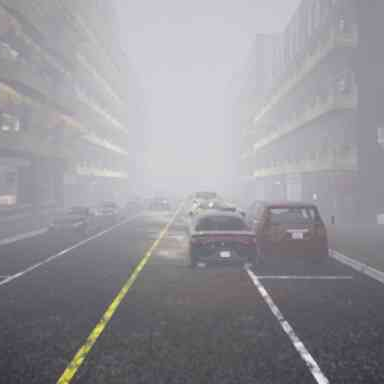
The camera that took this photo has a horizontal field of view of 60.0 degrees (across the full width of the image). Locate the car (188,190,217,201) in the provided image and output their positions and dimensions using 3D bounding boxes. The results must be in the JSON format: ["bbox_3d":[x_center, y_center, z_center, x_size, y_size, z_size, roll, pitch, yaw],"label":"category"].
[{"bbox_3d":[1.012,0.859,26.582,2.150,2.045,5.566,0,1,0],"label":"car"}]

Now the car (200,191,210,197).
[{"bbox_3d":[3.008,0.486,78.137,2.008,1.369,4.403,-1,1,0],"label":"car"}]

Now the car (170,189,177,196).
[{"bbox_3d":[-5.348,0.407,83.802,2.008,1.369,4.403,-1,1,0],"label":"car"}]

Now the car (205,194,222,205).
[{"bbox_3d":[2.867,0.957,44.528,1.947,1.339,4.313,-1,1,0],"label":"car"}]

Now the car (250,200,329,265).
[{"bbox_3d":[2.723,1.164,10.916,2.192,1.841,5.009,-1,1,0],"label":"car"}]

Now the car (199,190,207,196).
[{"bbox_3d":[3.078,0.149,94.940,1.967,1.590,4.097,-1,1,0],"label":"car"}]

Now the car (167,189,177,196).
[{"bbox_3d":[-5.327,0.096,89.401,2.192,1.841,5.009,-1,1,0],"label":"car"}]

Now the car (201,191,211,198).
[{"bbox_3d":[2.985,0.577,72.535,1.947,1.339,4.313,-1,1,0],"label":"car"}]

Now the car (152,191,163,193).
[{"bbox_3d":[-5.513,0.938,44.592,2.008,1.369,4.403,-1,1,0],"label":"car"}]

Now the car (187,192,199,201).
[{"bbox_3d":[0.240,0.782,57.194,1.994,1.385,4.181,0,1,0],"label":"car"}]

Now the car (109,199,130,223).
[{"bbox_3d":[-5.607,1.275,22.186,1.802,1.307,4.206,-1,1,0],"label":"car"}]

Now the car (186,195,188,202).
[{"bbox_3d":[0.218,0.917,47.247,1.994,1.385,4.181,0,1,1],"label":"car"}]

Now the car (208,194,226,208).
[{"bbox_3d":[2.844,0.990,39.096,1.752,1.417,4.829,-1,1,0],"label":"car"}]

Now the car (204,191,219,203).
[{"bbox_3d":[2.889,0.755,50.128,1.967,1.590,4.097,-1,1,0],"label":"car"}]

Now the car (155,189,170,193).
[{"bbox_3d":[-5.469,0.551,55.792,2.192,1.841,5.009,-1,1,0],"label":"car"}]

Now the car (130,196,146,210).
[{"bbox_3d":[-5.560,1.091,33.389,2.008,1.369,4.403,-1,1,0],"label":"car"}]

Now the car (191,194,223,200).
[{"bbox_3d":[0.987,1.170,20.745,1.801,1.575,5.366,0,1,0],"label":"car"}]

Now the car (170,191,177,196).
[{"bbox_3d":[-5.300,0.288,95.005,1.802,1.307,4.206,-1,1,0],"label":"car"}]

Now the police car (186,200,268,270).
[{"bbox_3d":[0.842,1.278,10.672,1.930,1.638,5.238,0,1,1],"label":"police car"}]

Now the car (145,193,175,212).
[{"bbox_3d":[-2.957,1.126,31.851,1.994,1.385,4.181,0,1,0],"label":"car"}]

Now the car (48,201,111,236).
[{"bbox_3d":[-5.630,1.351,16.585,1.802,1.307,4.206,-1,1,0],"label":"car"}]
